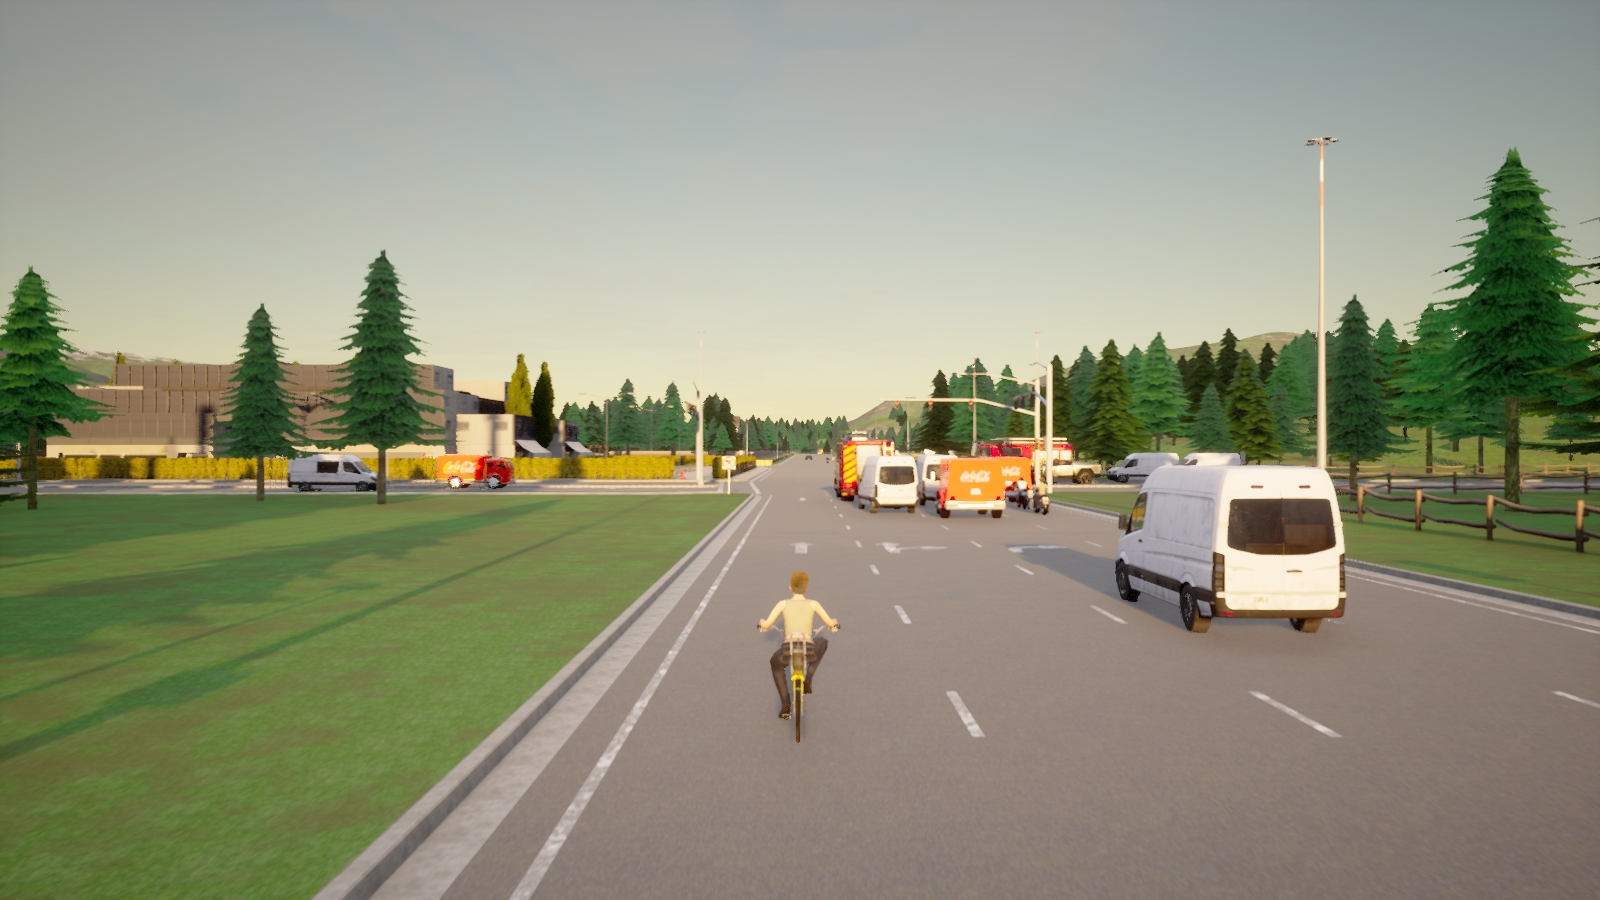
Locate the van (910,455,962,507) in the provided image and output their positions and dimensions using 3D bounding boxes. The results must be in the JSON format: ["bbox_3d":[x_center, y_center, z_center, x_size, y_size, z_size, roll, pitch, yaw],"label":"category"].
[{"bbox_3d":[7.002,1.534,59.217,1.988,2.561,5.915,0,0,0],"label":"van"}]

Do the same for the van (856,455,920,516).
[{"bbox_3d":[3.929,1.534,52.096,1.988,2.561,5.915,0,0,-5],"label":"van"}]

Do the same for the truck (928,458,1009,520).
[{"bbox_3d":[6.998,1.565,48.058,2.627,2.467,5.204,0,0,0],"label":"truck"}]

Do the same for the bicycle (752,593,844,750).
[{"bbox_3d":[-0.015,2.158,11.396,0.859,1.276,1.487,0,0,0],"label":"bicycle"}]

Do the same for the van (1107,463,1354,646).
[{"bbox_3d":[6.993,1.535,19.421,1.988,2.561,5.915,0,0,0],"label":"van"}]

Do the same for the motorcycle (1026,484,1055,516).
[{"bbox_3d":[10.500,2.155,49.933,0.764,1.307,2.356,0,0,0],"label":"motorcycle"}]

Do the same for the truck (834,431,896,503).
[{"bbox_3d":[3.557,0.891,64.572,2.891,3.827,8.468,0,0,-1],"label":"truck"}]

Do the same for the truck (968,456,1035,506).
[{"bbox_3d":[10.486,1.568,59.864,2.627,2.467,5.204,0,0,0],"label":"truck"}]

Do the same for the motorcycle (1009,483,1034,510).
[{"bbox_3d":[10.498,2.186,54.127,0.803,1.199,2.033,0,0,0],"label":"motorcycle"}]
